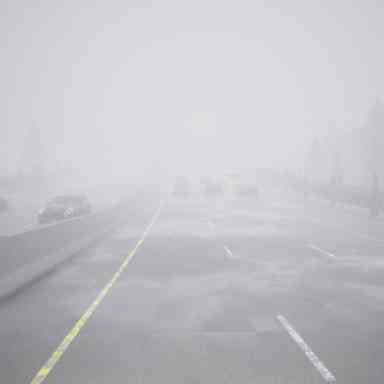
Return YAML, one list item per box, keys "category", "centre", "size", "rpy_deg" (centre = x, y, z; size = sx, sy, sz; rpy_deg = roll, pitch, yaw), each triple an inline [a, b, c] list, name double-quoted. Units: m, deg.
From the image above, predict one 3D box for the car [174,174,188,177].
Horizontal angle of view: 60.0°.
- category: "car"
  centre: [-1.532, -1.822, 48.102]
  size: [1.882, 1.535, 5.008]
  rpy_deg: [0, 7, -1]

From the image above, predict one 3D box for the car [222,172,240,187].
- category: "car"
  centre: [5.492, -1.845, 46.457]
  size: [2.150, 2.045, 5.566]
  rpy_deg: [0, 7, -2]

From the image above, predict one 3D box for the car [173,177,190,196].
- category: "car"
  centre: [-1.199, -0.452, 37.755]
  size: [2.033, 1.411, 5.357]
  rpy_deg: [0, 7, -1]

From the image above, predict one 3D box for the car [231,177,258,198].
- category: "car"
  centre: [5.899, -0.336, 36.468]
  size: [1.882, 1.535, 5.008]
  rpy_deg: [0, 7, -2]

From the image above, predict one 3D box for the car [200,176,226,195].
- category: "car"
  centre: [2.344, -0.570, 38.254]
  size: [1.882, 1.535, 5.008]
  rpy_deg: [0, 7, -2]

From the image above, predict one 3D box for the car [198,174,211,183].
- category: "car"
  centre: [2.012, -1.861, 48.529]
  size: [1.882, 1.535, 5.008]
  rpy_deg: [0, 7, -2]

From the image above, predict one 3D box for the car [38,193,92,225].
- category: "car"
  centre: [-7.793, 0.937, 20.770]
  size: [2.097, 1.767, 4.553]
  rpy_deg: [0, 3, -2]

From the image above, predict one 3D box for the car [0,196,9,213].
- category: "car"
  centre: [-14.820, 0.912, 23.577]
  size: [1.812, 1.442, 4.674]
  rpy_deg: [0, 4, -1]
